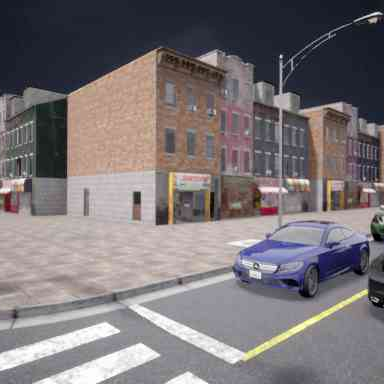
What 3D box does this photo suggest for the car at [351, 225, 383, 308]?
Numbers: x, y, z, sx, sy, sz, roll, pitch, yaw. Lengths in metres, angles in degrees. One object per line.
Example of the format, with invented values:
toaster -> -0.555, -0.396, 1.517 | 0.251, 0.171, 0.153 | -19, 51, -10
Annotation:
car -> 5.248, 1.491, 6.813 | 4.892, 1.490, 1.837 | 0, 0, -43

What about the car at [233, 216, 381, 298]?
car -> 3.061, 1.502, 8.677 | 4.674, 1.442, 1.812 | 0, 0, -43

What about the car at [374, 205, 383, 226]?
car -> 10.272, 1.191, 15.347 | 5.566, 2.045, 2.150 | 0, 0, -42
